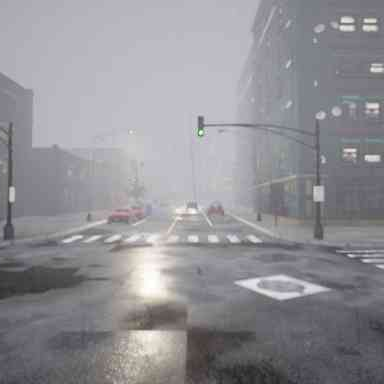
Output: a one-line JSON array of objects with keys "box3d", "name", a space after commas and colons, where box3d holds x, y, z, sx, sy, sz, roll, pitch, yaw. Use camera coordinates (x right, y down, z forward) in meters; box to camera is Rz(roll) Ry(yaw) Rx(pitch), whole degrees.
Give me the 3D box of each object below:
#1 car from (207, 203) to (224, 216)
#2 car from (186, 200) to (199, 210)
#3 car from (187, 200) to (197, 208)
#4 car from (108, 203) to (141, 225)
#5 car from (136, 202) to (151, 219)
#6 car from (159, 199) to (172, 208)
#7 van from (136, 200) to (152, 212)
[{"box3d": [2.720, 1.946, 39.072, 1.967, 1.590, 4.097, 1, -1, 0], "name": "car"}, {"box3d": [0.021, 2.221, 55.311, 1.837, 1.490, 4.892, 0, -1, 0], "name": "car"}, {"box3d": [0.025, 2.329, 65.735, 1.882, 1.535, 5.008, 0, -1, 0], "name": "car"}, {"box3d": [-5.743, 1.903, 27.645, 1.887, 1.381, 4.507, 1, -1, 0], "name": "car"}, {"box3d": [-5.664, 1.976, 33.326, 1.887, 1.381, 4.507, 1, -1, 0], "name": "car"}, {"box3d": [-5.651, 2.455, 67.443, 1.802, 1.307, 4.206, 1, -1, 0], "name": "car"}, {"box3d": [-5.657, 1.846, 39.016, 1.690, 1.788, 3.998, 1, -1, 0], "name": "van"}]
